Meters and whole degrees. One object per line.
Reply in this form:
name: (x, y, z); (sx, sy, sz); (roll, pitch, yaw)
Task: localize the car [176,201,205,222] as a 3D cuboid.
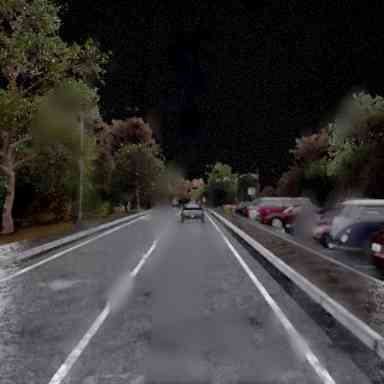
car: (0.067, 1.677, 27.864); (2.128, 1.511, 4.902); (0, -1, 1)

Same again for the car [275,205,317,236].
car: (7.053, 1.577, 16.932); (4.792, 1.488, 2.163); (0, -1, 0)

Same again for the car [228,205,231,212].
car: (7.130, 1.808, 39.135); (5.008, 1.535, 2.097); (0, -1, 0)

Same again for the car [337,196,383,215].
car: (20.231, 1.551, 38.893); (5.566, 2.045, 2.435); (0, -1, 0)

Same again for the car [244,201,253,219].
car: (7.106, 1.713, 28.035); (4.674, 1.452, 2.002); (0, -1, 0)

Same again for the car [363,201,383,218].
car: (20.186, 1.732, 33.354); (4.892, 1.521, 2.231); (0, -1, 0)

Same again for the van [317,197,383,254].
van: (6.956, 1.258, 11.382); (4.442, 1.987, 1.878); (0, -1, 0)

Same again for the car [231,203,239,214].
car: (7.085, 1.484, 33.590); (5.566, 2.045, 2.435); (0, -1, 0)

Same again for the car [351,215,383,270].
car: (7.097, 1.482, 8.597); (4.792, 1.488, 2.163); (0, 0, 0)

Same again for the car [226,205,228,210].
car: (7.134, 1.856, 41.907); (4.892, 1.521, 2.231); (0, -1, 0)

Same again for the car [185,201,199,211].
car: (0.062, 2.160, 53.012); (2.128, 1.511, 4.902); (0, -2, 0)

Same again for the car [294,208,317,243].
car: (7.081, 1.556, 14.155); (4.674, 1.452, 2.002); (0, -1, 0)

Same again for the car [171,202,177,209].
car: (-3.182, 2.651, 65.926); (2.033, 1.411, 5.357); (0, -2, 0)

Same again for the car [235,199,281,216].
car: (7.150, 1.644, 36.360); (4.553, 1.767, 2.185); (0, -1, 0)

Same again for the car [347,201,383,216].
car: (20.013, 1.762, 36.121); (5.366, 1.575, 1.946); (0, -1, 0)

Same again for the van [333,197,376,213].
van: (20.326, 1.626, 41.784); (4.442, 1.987, 1.878); (0, -1, 0)

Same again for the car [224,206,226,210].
car: (6.948, 1.907, 44.676); (5.366, 1.575, 1.946); (0, -1, 0)

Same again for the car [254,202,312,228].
car: (7.099, 1.610, 22.483); (5.008, 1.535, 2.097); (0, -1, 0)

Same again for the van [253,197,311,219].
van: (7.215, 1.415, 25.262); (4.442, 1.987, 1.878); (0, -1, 0)

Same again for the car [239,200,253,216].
car: (7.138, 1.734, 30.811); (4.792, 1.488, 2.163); (0, -1, 0)
